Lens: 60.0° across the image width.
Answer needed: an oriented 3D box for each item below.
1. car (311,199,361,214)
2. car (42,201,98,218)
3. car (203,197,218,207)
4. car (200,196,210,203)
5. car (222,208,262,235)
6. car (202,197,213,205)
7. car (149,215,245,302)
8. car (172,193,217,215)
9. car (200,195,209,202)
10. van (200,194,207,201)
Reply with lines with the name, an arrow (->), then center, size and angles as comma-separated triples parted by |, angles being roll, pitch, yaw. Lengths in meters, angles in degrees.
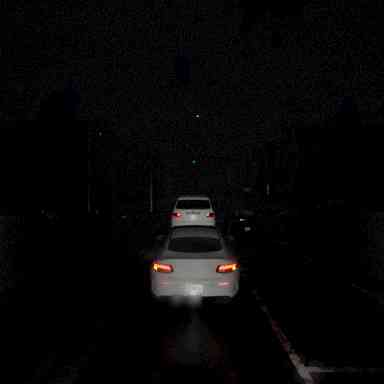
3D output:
car -> 14.259, 1.404, 33.093 | 4.674, 1.442, 1.812 | 0, 1, -2
car -> -11.044, 1.592, 30.226 | 4.902, 1.511, 2.128 | 0, 1, 0
car -> 2.780, 1.546, 50.677 | 1.887, 1.381, 4.507 | -1, 0, 0
car -> 2.851, 1.553, 72.807 | 1.887, 1.381, 4.507 | -1, 0, 0
car -> 2.678, 1.546, 18.232 | 2.008, 1.369, 4.403 | -1, 0, 0
car -> 2.816, 1.587, 61.742 | 1.802, 1.307, 4.206 | -1, 0, 0
car -> 0.080, 1.523, 8.125 | 1.812, 1.442, 4.674 | 0, 0, 1
car -> 0.087, 1.216, 17.875 | 2.150, 2.045, 5.566 | 0, 0, 1
car -> 2.866, 1.451, 78.340 | 1.967, 1.590, 4.097 | -1, 0, 0
van -> 2.881, 1.354, 83.872 | 1.690, 1.788, 3.998 | -1, 0, 0
